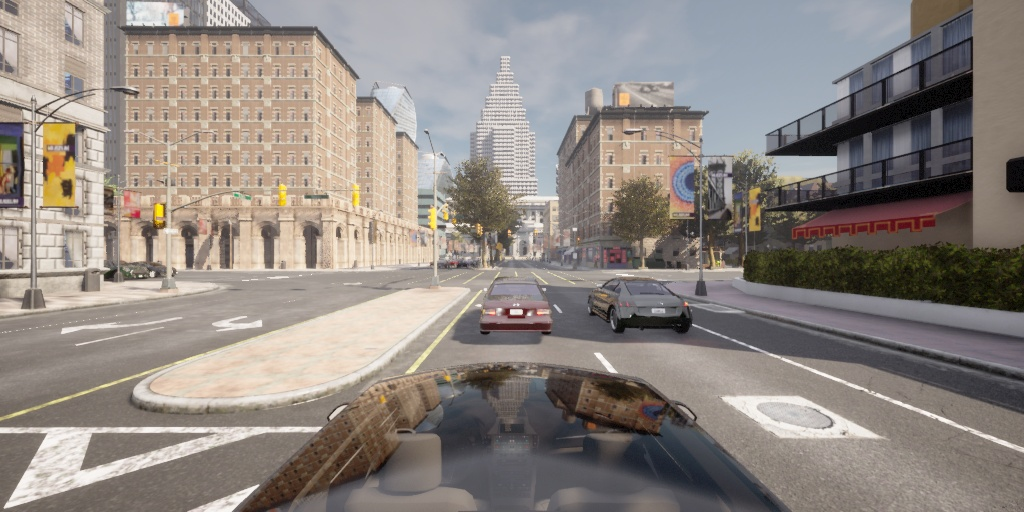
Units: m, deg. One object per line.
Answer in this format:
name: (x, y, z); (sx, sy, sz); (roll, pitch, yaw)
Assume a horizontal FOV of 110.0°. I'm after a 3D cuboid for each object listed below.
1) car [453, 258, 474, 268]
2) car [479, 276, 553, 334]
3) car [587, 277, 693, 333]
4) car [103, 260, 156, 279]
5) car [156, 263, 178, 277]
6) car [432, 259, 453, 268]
car: (-8.129, 1.351, 60.388); (1.895, 1.301, 4.718); (0, 0, 0)
car: (0.091, 1.297, 10.530); (2.033, 1.411, 5.357); (0, 0, 0)
car: (3.589, 1.314, 10.790); (1.994, 1.385, 4.181); (0, 0, 0)
car: (-33.351, 1.102, 30.018); (4.553, 1.767, 2.097); (0, 0, 0)
car: (-34.193, 1.255, 33.513); (4.892, 1.490, 1.837); (0, 0, 0)
car: (-11.630, 1.276, 60.266); (1.812, 1.442, 4.674); (0, 0, 0)
